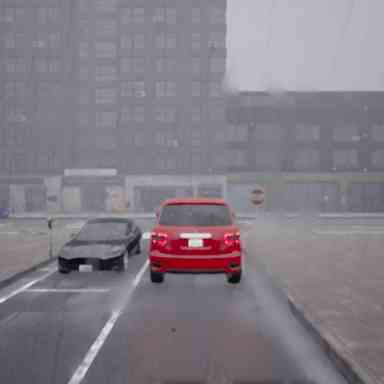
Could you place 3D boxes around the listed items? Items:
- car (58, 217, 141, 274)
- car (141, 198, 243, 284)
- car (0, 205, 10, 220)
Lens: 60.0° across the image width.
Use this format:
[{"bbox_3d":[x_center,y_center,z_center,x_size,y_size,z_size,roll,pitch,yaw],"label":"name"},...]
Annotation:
[{"bbox_3d":[-2.638,1.513,10.442,1.947,1.339,4.313,0,0,0],"label":"car"},{"bbox_3d":[0.111,1.168,9.628,2.150,2.045,5.566,0,0,1],"label":"car"},{"bbox_3d":[-15.924,1.387,24.036,5.008,1.535,1.882,0,0,0],"label":"car"}]
